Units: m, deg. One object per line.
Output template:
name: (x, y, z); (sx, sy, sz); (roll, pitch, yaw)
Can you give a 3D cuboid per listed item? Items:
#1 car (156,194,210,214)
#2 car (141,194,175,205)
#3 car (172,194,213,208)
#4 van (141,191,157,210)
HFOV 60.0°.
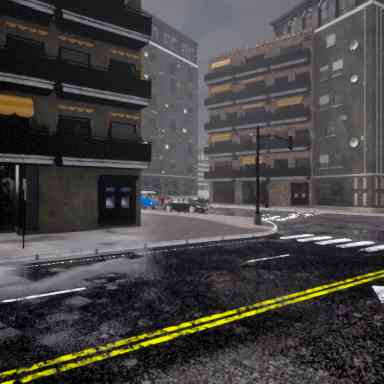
car: (-0.604, 1.138, 29.301); (4.403, 1.369, 2.008); (1, 0, 37)
car: (-4.414, 0.962, 42.608); (4.206, 1.307, 1.802); (1, 0, 37)
car: (0.013, 1.042, 39.301); (4.403, 1.369, 2.008); (1, 0, 37)
van: (-5.024, 0.818, 32.609); (3.998, 1.788, 1.690); (1, 0, 37)
